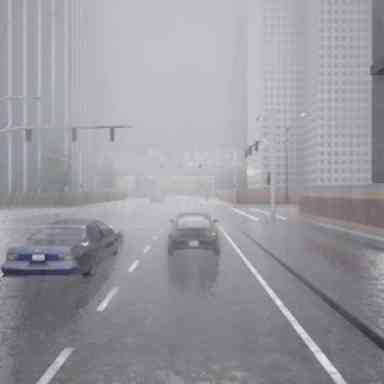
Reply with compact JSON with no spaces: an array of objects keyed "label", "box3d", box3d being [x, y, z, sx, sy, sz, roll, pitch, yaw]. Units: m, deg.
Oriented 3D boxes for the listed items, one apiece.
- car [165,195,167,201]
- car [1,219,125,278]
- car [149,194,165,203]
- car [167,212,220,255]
[{"label":"car","box3d":[-7.000,1.345,79.616,2.033,1.411,5.357,0,0,0]},{"label":"car","box3d":[-3.459,1.524,10.054,2.033,1.411,5.357,0,0,1]},{"label":"car","box3d":[-7.016,1.202,64.546,2.097,1.767,4.553,0,0,0]},{"label":"car","box3d":[0.064,1.496,12.976,1.812,1.442,4.674,0,0,0]}]
